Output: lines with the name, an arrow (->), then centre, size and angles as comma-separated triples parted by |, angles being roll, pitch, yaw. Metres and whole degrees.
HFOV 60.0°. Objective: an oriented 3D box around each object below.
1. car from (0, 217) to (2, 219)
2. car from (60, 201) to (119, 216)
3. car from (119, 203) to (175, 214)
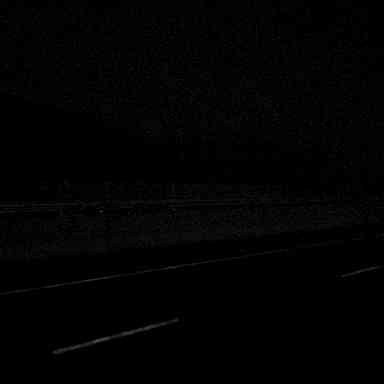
car -> -10.589, 1.477, 13.636 | 5.008, 1.535, 1.882 | 0, 0, -35
car -> -8.230, 1.491, 27.308 | 4.902, 1.511, 2.128 | 0, 0, -38
car -> -3.404, 1.565, 27.339 | 4.181, 1.385, 1.994 | 0, 0, -35
